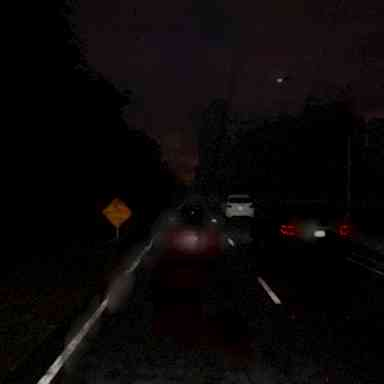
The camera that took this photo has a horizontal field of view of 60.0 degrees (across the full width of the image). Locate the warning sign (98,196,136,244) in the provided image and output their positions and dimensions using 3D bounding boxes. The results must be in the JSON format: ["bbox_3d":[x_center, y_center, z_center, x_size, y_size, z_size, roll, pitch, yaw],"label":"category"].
[{"bbox_3d":[-3.045,1.120,13.603,1.300,1.860,1.060,0,0,0],"label":"warning sign"}]

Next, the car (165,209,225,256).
[{"bbox_3d":[0.053,1.570,13.174,1.994,1.385,4.181,0,0,1],"label":"car"}]

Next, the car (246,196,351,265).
[{"bbox_3d":[3.540,1.228,11.828,2.150,2.045,5.566,0,0,1],"label":"car"}]

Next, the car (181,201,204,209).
[{"bbox_3d":[0.062,1.488,29.085,1.882,1.535,5.008,0,0,0],"label":"car"}]

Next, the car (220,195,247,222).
[{"bbox_3d":[3.545,1.233,26.799,2.150,2.045,5.566,0,0,1],"label":"car"}]
